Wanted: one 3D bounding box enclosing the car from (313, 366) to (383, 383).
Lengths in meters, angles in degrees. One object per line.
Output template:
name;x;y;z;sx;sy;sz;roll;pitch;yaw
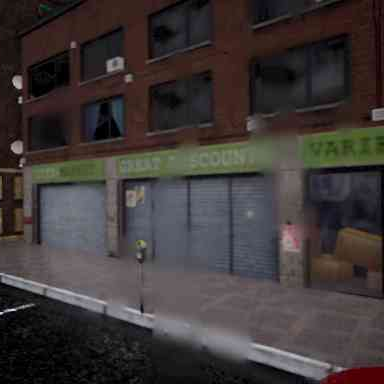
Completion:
car;2.525;1.534;1.086;4.507;1.381;1.887;0;-1;35
